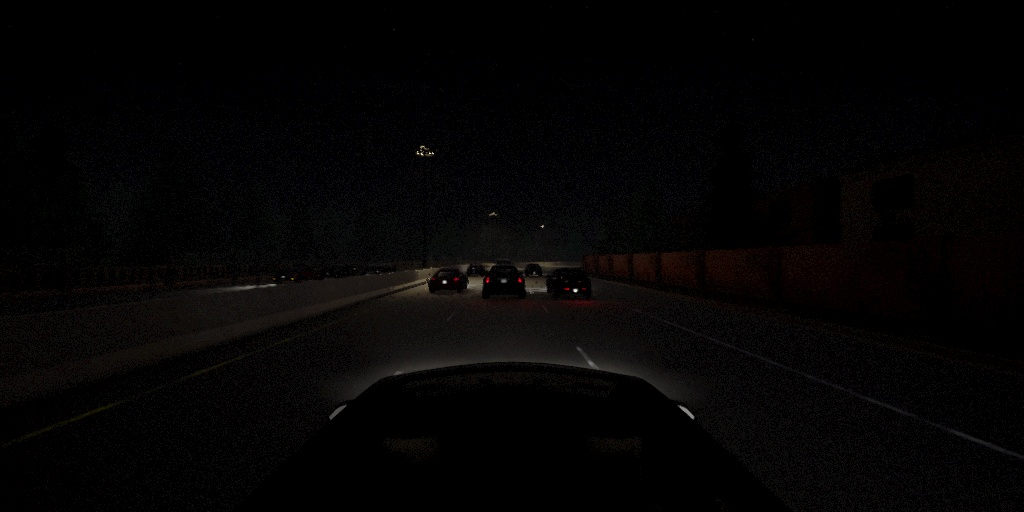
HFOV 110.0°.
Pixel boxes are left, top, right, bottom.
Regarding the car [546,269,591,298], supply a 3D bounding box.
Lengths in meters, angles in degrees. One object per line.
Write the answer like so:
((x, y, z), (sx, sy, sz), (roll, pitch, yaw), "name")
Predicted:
((3.051, 1.439, 19.972), (1.837, 1.490, 4.892), (0, 0, -1), "car")

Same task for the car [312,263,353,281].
((-14.809, 1.249, 30.695), (1.994, 1.385, 4.181), (0, -1, -1), "car")

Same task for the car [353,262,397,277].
((-11.310, 1.285, 30.778), (2.128, 1.511, 4.902), (0, -1, -1), "car")

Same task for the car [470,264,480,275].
((-4.447, 1.674, 44.763), (2.128, 1.511, 4.902), (0, -1, 0), "car")

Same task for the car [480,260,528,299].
((-0.446, 1.283, 19.768), (2.097, 1.767, 4.553), (0, -1, -1), "car")

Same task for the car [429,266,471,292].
((-4.029, 1.530, 23.204), (1.994, 1.385, 4.181), (0, -1, -1), "car")

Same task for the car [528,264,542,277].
((2.546, 1.673, 43.304), (1.837, 1.490, 4.892), (0, 0, 0), "car")

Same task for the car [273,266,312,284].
((-18.308, 1.513, 30.609), (1.994, 1.385, 4.181), (0, -1, -1), "car")
